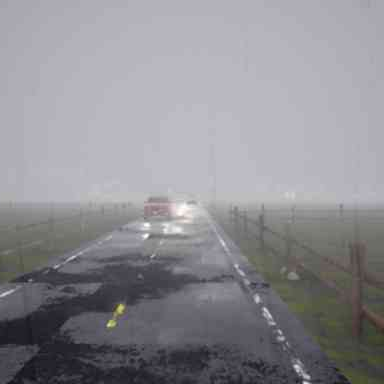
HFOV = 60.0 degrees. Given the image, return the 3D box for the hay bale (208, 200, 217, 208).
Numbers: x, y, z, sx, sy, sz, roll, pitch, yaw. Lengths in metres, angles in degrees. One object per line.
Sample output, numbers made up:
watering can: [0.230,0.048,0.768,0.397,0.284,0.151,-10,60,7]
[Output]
hay bale: [3.123,1.749,50.317,1.220,1.180,1.240,0,0,0]

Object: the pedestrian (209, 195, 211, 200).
pedestrian: [2.821,1.395,51.417,0.375,1.860,0.375,0,0,4]

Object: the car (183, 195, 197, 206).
car: [-0.004,1.653,57.781,2.033,1.411,5.357,0,0,0]

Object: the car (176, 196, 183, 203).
car: [-2.755,1.573,69.409,1.882,1.535,5.008,0,0,0]

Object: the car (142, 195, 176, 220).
car: [-2.848,1.277,28.595,2.150,2.045,5.566,0,0,0]
